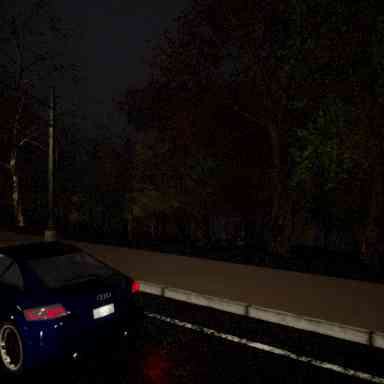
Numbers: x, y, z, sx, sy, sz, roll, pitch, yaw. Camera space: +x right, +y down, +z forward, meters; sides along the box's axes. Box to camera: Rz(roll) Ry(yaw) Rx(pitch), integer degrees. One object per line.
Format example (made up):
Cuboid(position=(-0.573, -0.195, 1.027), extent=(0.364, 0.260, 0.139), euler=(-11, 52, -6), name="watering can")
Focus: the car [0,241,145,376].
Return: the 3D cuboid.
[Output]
Cuboid(position=(-2.786, 1.563, 5.654), extent=(4.181, 1.385, 1.994), euler=(0, 0, 37), name="car")
